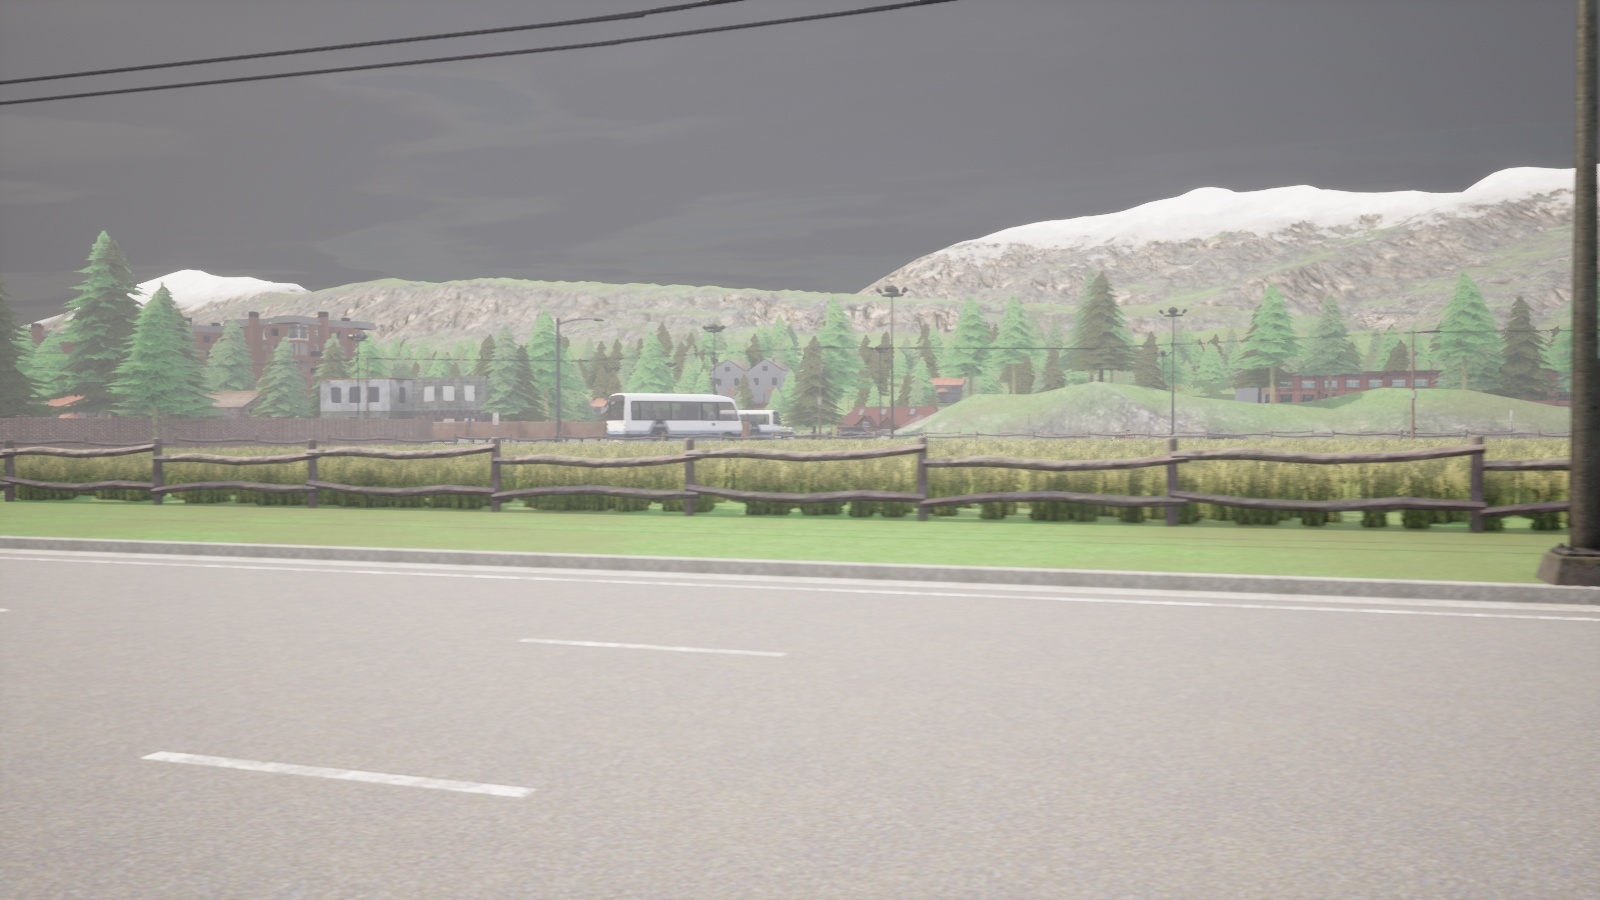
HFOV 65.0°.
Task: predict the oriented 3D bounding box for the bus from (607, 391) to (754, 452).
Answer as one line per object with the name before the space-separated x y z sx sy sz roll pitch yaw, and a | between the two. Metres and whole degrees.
bus | -8.793 -2.075 93.134 10.273 4.253 3.944 0 1 -34
